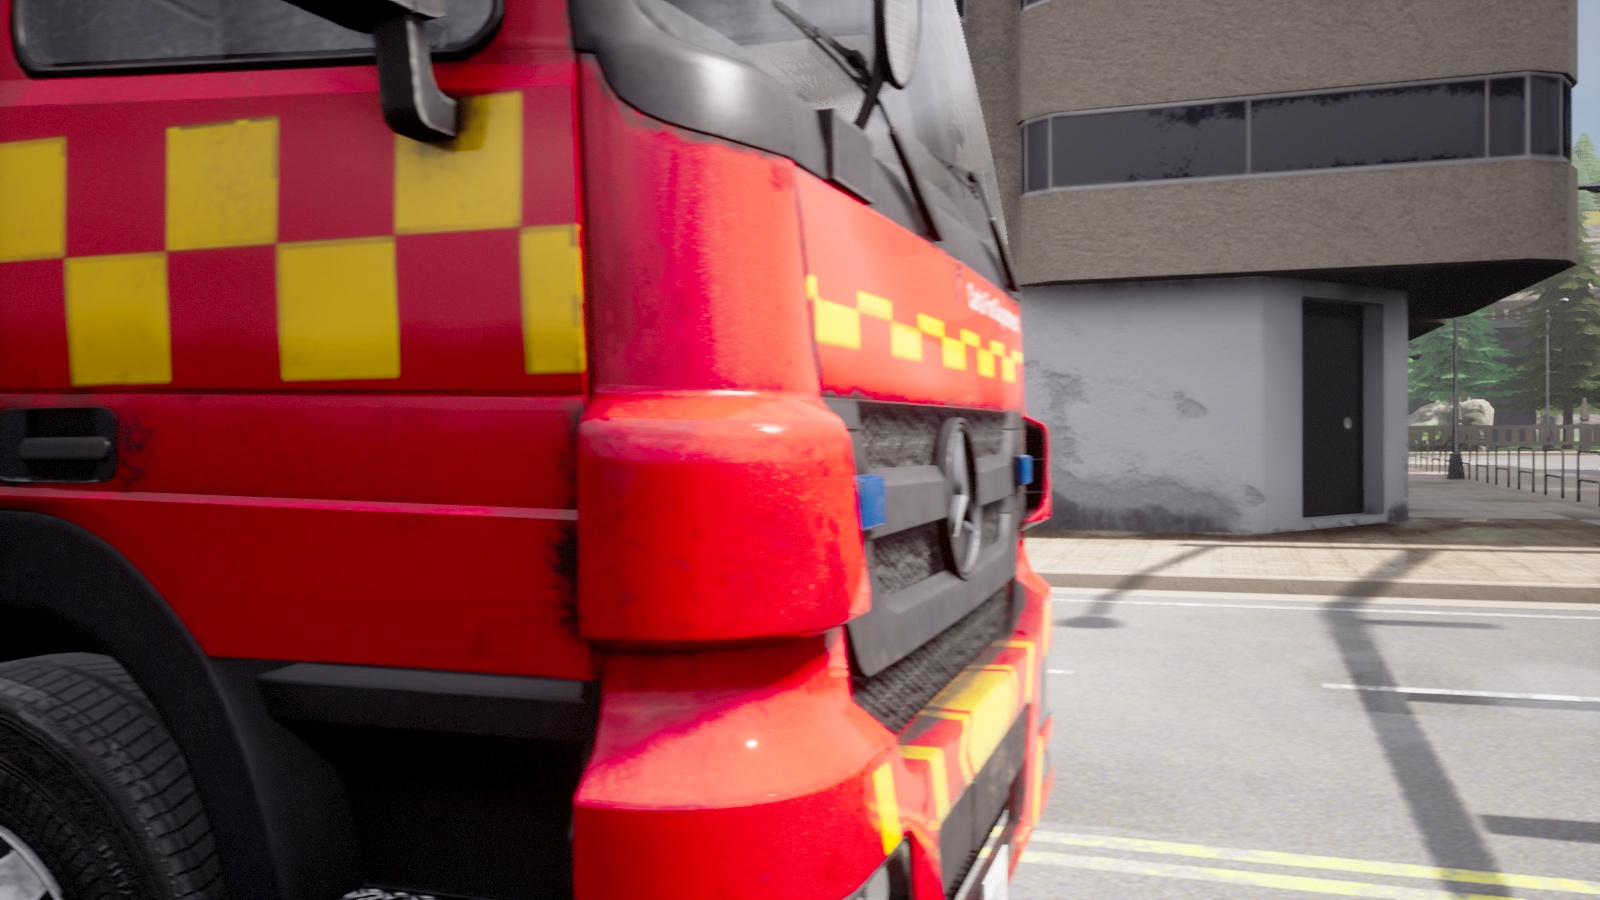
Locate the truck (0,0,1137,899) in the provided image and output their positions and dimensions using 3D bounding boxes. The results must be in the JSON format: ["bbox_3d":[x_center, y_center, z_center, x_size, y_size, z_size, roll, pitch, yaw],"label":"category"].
[{"bbox_3d":[-3.321,-0.393,4.293,8.468,3.827,2.891,0,1,19],"label":"truck"}]
